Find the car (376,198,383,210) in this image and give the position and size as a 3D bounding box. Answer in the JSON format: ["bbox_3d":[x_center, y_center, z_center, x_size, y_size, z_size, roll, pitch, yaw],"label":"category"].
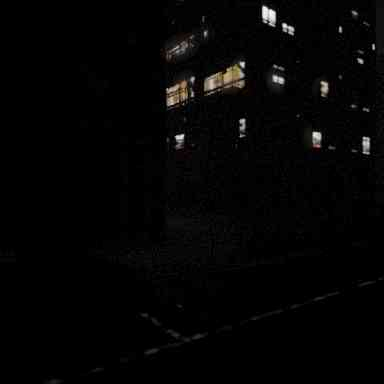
[{"bbox_3d":[19.476,1.339,33.640,2.008,1.369,4.403,1,0,-36],"label":"car"}]

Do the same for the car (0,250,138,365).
[{"bbox_3d":[-2.841,1.566,4.531,4.313,1.339,1.947,0,0,-36],"label":"car"}]
